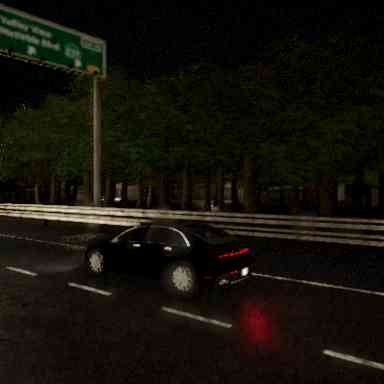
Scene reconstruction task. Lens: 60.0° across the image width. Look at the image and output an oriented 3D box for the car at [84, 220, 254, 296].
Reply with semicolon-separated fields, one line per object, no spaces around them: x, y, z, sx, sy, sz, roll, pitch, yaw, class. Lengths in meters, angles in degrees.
-0.809;1.507;8.747;4.892;1.490;1.837;0;0;36;car
